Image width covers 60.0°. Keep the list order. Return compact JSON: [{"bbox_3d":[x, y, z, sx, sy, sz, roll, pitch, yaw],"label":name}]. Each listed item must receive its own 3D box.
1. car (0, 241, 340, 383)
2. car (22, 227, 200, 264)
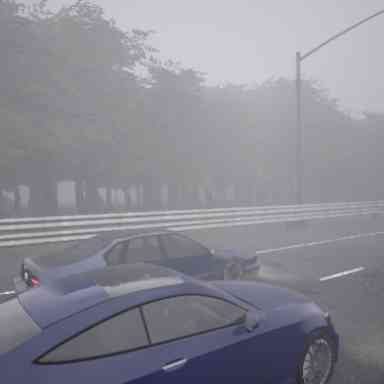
[{"bbox_3d":[-0.410,1.514,3.456,4.674,1.442,1.812,-1,0,-35],"label":"car"},{"bbox_3d":[-0.906,1.522,7.398,5.357,1.411,2.033,-1,0,-35],"label":"car"}]
